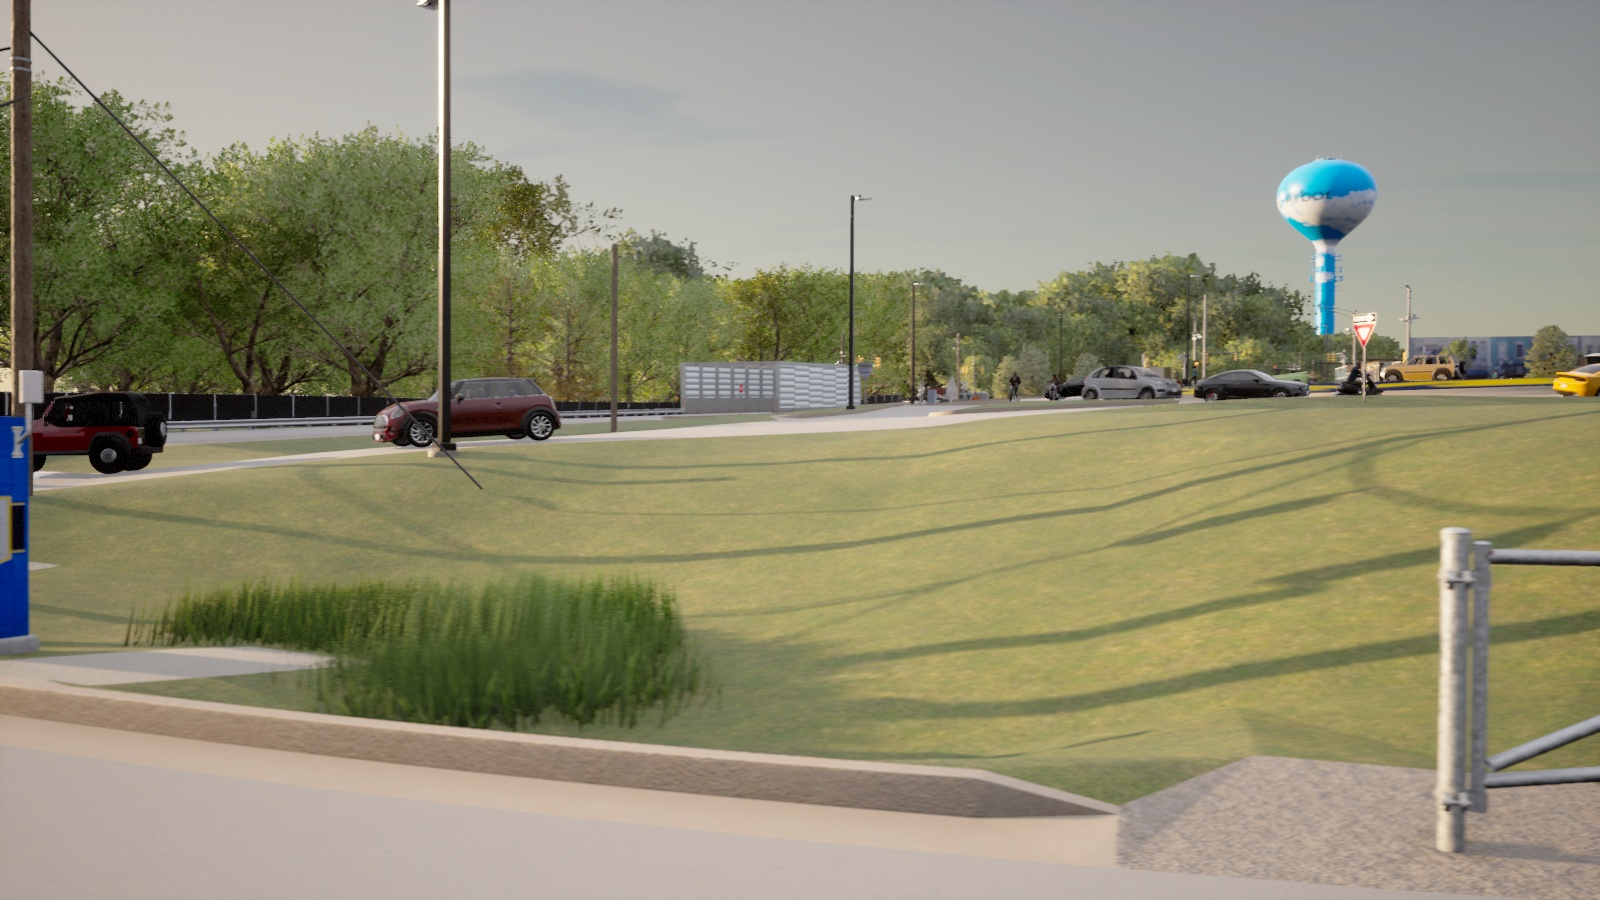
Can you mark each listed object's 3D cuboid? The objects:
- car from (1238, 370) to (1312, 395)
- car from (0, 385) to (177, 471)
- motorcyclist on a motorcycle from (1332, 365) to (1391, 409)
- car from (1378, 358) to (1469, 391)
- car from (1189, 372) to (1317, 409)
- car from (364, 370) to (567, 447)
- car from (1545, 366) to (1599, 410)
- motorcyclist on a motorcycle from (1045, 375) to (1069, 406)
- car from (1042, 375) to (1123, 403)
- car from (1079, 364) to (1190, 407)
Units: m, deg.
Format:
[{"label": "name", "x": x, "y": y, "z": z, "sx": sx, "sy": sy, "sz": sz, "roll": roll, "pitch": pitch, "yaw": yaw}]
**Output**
[{"label": "car", "x": 32.020, "y": -4.525, "z": 84.747, "sx": 4.514, "sy": 1.525, "sz": 2.007, "roll": -1, "pitch": 1, "yaw": 15}, {"label": "car", "x": -16.836, "y": -0.522, "z": 29.144, "sx": 3.866, "sy": 1.878, "sz": 1.905, "roll": -1, "pitch": 2, "yaw": -12}, {"label": "motorcyclist on a motorcycle", "x": 20.938, "y": -2.357, "z": 46.879, "sx": 1.817, "sy": 1.590, "sz": 0.866, "roll": 1, "pitch": 0, "yaw": 9}, {"label": "car", "x": 38.112, "y": -4.608, "z": 76.859, "sx": 4.605, "sy": 1.855, "sz": 1.932, "roll": 1, "pitch": 3, "yaw": 43}, {"label": "car", "x": 18.890, "y": -2.483, "z": 52.498, "sx": 4.674, "sy": 1.442, "sz": 1.812, "roll": 2, "pitch": 5, "yaw": 41}, {"label": "car", "x": -8.535, "y": -1.097, "z": 32.163, "sx": 4.553, "sy": 1.767, "sz": 2.097, "roll": -4, "pitch": 3, "yaw": -31}, {"label": "car", "x": 32.256, "y": -2.413, "z": 49.240, "sx": 5.008, "sy": 1.535, "sz": 1.882, "roll": 0, "pitch": 9, "yaw": -6}, {"label": "motorcyclist on a motorcycle", "x": 14.312, "y": -3.326, "z": 69.970, "sx": 0.766, "sy": 1.649, "sz": 2.350, "roll": -4, "pitch": 2, "yaw": 23}, {"label": "car", "x": 19.198, "y": -4.129, "z": 85.414, "sx": 5.008, "sy": 1.535, "sz": 1.882, "roll": -3, "pitch": 2, "yaw": 26}, {"label": "car", "x": 13.547, "y": -2.583, "z": 51.056, "sx": 1.851, "sy": 1.617, "sz": 3.988, "roll": 0, "pitch": 1, "yaw": -40}]
